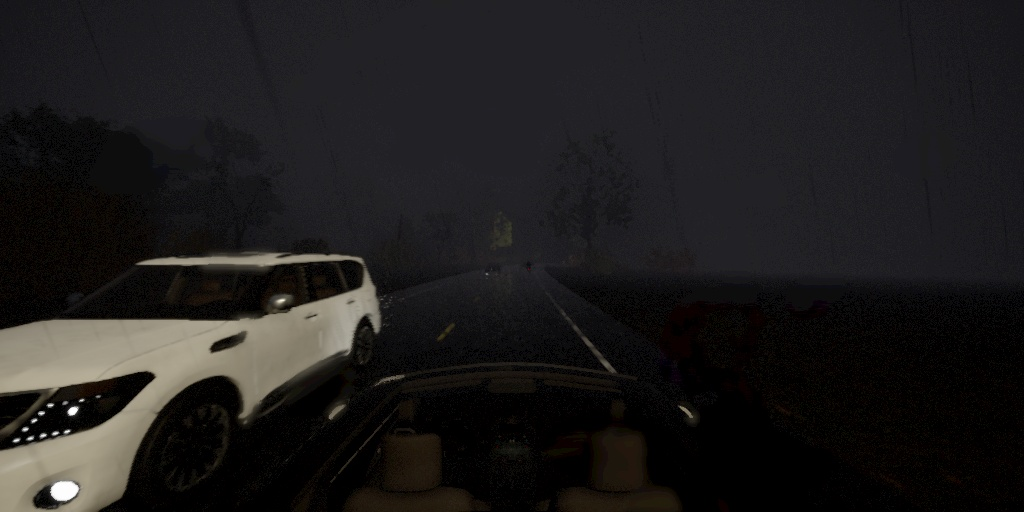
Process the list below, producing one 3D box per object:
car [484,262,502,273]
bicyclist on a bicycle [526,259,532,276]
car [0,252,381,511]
[{"bbox_3d":[-2.361,1.433,46.006,1.994,1.385,4.181,0,0,4],"label":"car"},{"bbox_3d":[1.628,1.206,35.063,0.659,1.776,1.843,0,0,2],"label":"bicyclist on a bicycle"},{"bbox_3d":[-3.588,0.964,4.675,2.150,2.045,5.566,0,0,0],"label":"car"}]
